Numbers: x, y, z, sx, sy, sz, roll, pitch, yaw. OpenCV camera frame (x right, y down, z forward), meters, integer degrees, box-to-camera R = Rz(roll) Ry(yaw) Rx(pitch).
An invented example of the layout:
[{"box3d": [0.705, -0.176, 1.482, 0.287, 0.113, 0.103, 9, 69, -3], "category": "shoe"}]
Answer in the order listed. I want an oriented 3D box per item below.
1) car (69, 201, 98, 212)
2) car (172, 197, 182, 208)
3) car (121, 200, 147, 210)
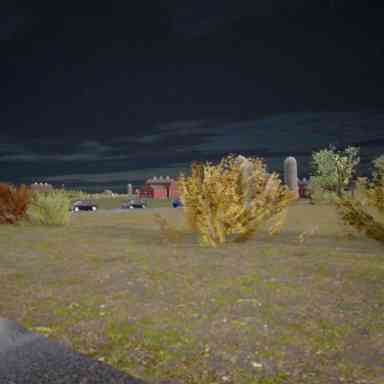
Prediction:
[{"box3d": [-15.604, 2.019, 47.122, 1.837, 1.490, 4.892, -1, -1, 36], "category": "car"}, {"box3d": [-1.327, 1.874, 60.735, 2.150, 2.045, 5.566, -1, -1, 36], "category": "car"}, {"box3d": [-9.668, 2.128, 55.342, 1.837, 1.490, 4.892, -1, -1, 36], "category": "car"}]
